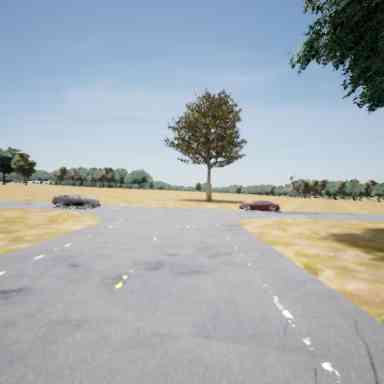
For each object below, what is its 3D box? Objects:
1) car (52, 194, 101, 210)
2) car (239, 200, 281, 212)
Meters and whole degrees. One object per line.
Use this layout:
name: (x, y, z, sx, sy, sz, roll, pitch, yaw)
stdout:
car: (-11.882, 0.958, 34.323, 4.902, 1.511, 2.128, 3, 0, 1)
car: (8.319, 1.697, 40.861, 5.008, 1.535, 1.882, 2, 0, 1)
